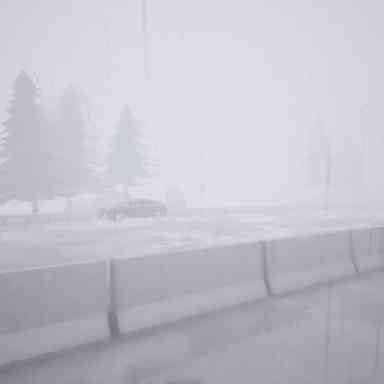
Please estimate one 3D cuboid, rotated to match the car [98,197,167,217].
[{"bbox_3d":[-3.951,1.153,22.551,4.892,1.490,1.837,0,0,-36],"label":"car"}]
